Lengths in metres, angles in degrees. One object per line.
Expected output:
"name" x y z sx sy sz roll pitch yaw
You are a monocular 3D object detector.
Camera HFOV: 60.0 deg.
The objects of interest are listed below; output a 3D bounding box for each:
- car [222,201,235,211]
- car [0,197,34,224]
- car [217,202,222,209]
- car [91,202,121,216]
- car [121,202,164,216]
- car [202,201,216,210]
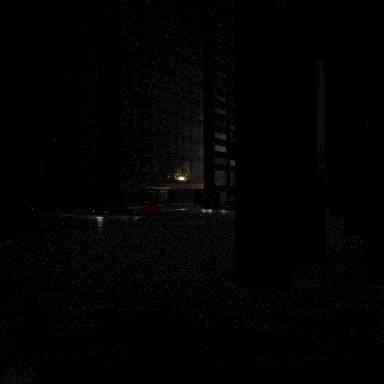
"car" 6.990 2.145 48.979 2.033 1.411 5.357 0 -1 36
"car" -14.691 1.396 24.730 2.150 2.045 5.566 0 -1 36
"car" 6.626 2.155 54.125 2.128 1.511 4.902 0 -1 36
"car" -9.221 1.876 37.879 1.837 1.490 4.892 0 -1 36
"car" -5.262 1.868 37.807 1.882 1.535 5.008 0 -1 36
"car" 3.814 2.217 55.788 2.033 1.411 5.357 0 -1 36
